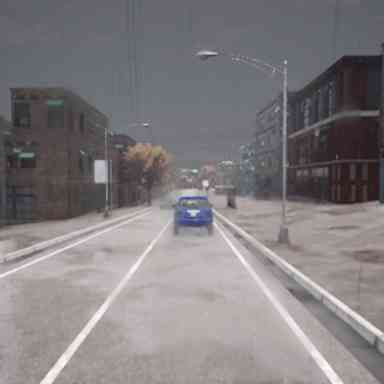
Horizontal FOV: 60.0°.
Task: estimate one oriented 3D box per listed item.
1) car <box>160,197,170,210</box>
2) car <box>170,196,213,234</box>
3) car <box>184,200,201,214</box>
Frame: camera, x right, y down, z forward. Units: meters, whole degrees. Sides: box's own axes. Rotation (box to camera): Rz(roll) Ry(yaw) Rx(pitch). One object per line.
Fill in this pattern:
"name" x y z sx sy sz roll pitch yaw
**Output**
"car" -3.282 1.485 46.213 2.097 1.767 4.553 0 0 0
"car" 0.068 1.254 19.745 2.150 2.045 5.566 0 0 0
"car" 0.011 1.629 38.345 1.812 1.442 4.674 0 0 0
